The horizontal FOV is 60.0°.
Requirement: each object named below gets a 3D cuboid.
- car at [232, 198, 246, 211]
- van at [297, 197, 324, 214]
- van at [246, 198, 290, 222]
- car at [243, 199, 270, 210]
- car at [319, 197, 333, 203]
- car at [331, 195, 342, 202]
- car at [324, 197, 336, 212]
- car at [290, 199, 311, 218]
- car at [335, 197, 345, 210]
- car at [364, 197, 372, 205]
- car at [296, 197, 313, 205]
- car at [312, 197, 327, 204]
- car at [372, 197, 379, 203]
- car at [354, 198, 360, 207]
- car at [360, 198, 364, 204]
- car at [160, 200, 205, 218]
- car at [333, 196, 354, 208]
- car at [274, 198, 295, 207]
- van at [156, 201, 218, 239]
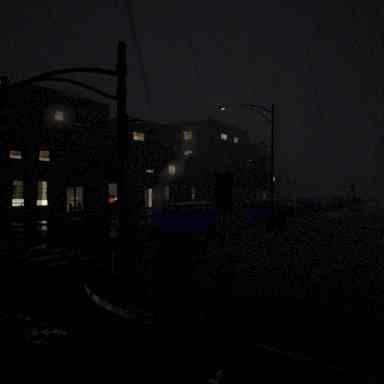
[{"bbox_3d":[5.636,1.506,40.590,1.967,1.590,4.097,0,0,35],"label":"car"},{"bbox_3d":[12.493,1.468,35.771,1.690,1.788,3.998,0,0,35],"label":"van"},{"bbox_3d":[6.163,1.436,26.722,1.690,1.788,3.998,0,0,35],"label":"van"},{"bbox_3d":[8.800,1.628,45.114,1.887,1.381,4.507,0,0,35],"label":"car"},{"bbox_3d":[30.953,1.792,76.787,1.947,1.339,4.313,0,0,35],"label":"car"},{"bbox_3d":[37.284,1.712,85.836,1.967,1.590,4.097,0,0,35],"label":"car"},{"bbox_3d":[15.755,1.671,40.435,1.752,1.417,4.829,0,0,35],"label":"car"},{"bbox_3d":[9.327,1.655,31.245,1.887,1.381,4.507,0,0,35],"label":"car"},{"bbox_3d":[18.821,1.729,44.820,1.947,1.339,4.313,0,0,35],"label":"car"},{"bbox_3d":[34.646,1.809,67.444,1.887,1.381,4.507,0,0,35],"label":"car"},{"bbox_3d":[21.459,1.705,63.212,1.887,1.381,4.507,0,0,35],"label":"car"},{"bbox_3d":[27.691,1.728,72.122,1.752,1.417,4.829,0,0,35],"label":"car"},{"bbox_3d":[44.141,1.899,81.018,1.947,1.339,4.313,0,0,35],"label":"car"},{"bbox_3d":[25.153,1.516,53.871,2.192,1.841,5.009,0,0,35],"label":"car"},{"bbox_3d":[28.414,1.748,58.534,1.752,1.417,4.829,0,0,35],"label":"car"},{"bbox_3d":[-0.792,1.558,31.400,1.752,1.417,4.829,0,0,35],"label":"car"},{"bbox_3d":[21.988,1.497,49.346,2.192,1.841,5.009,0,0,35],"label":"car"},{"bbox_3d":[15.130,1.665,54.163,1.887,1.381,4.507,0,0,35],"label":"car"},{"bbox_3d":[-0.167,1.406,17.672,1.690,1.788,3.998,0,0,35],"label":"van"}]
